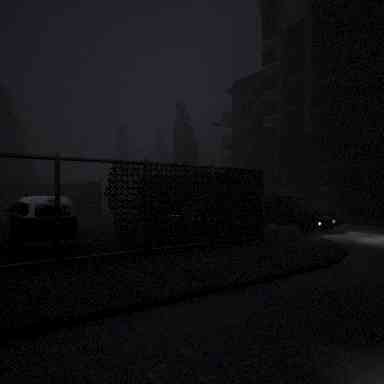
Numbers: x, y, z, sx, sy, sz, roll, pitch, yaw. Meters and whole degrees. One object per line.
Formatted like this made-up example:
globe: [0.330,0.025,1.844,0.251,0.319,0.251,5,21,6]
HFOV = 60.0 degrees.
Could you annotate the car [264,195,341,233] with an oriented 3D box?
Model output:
car: [5.993,1.220,20.065,2.150,2.045,5.566,0,0,-35]
